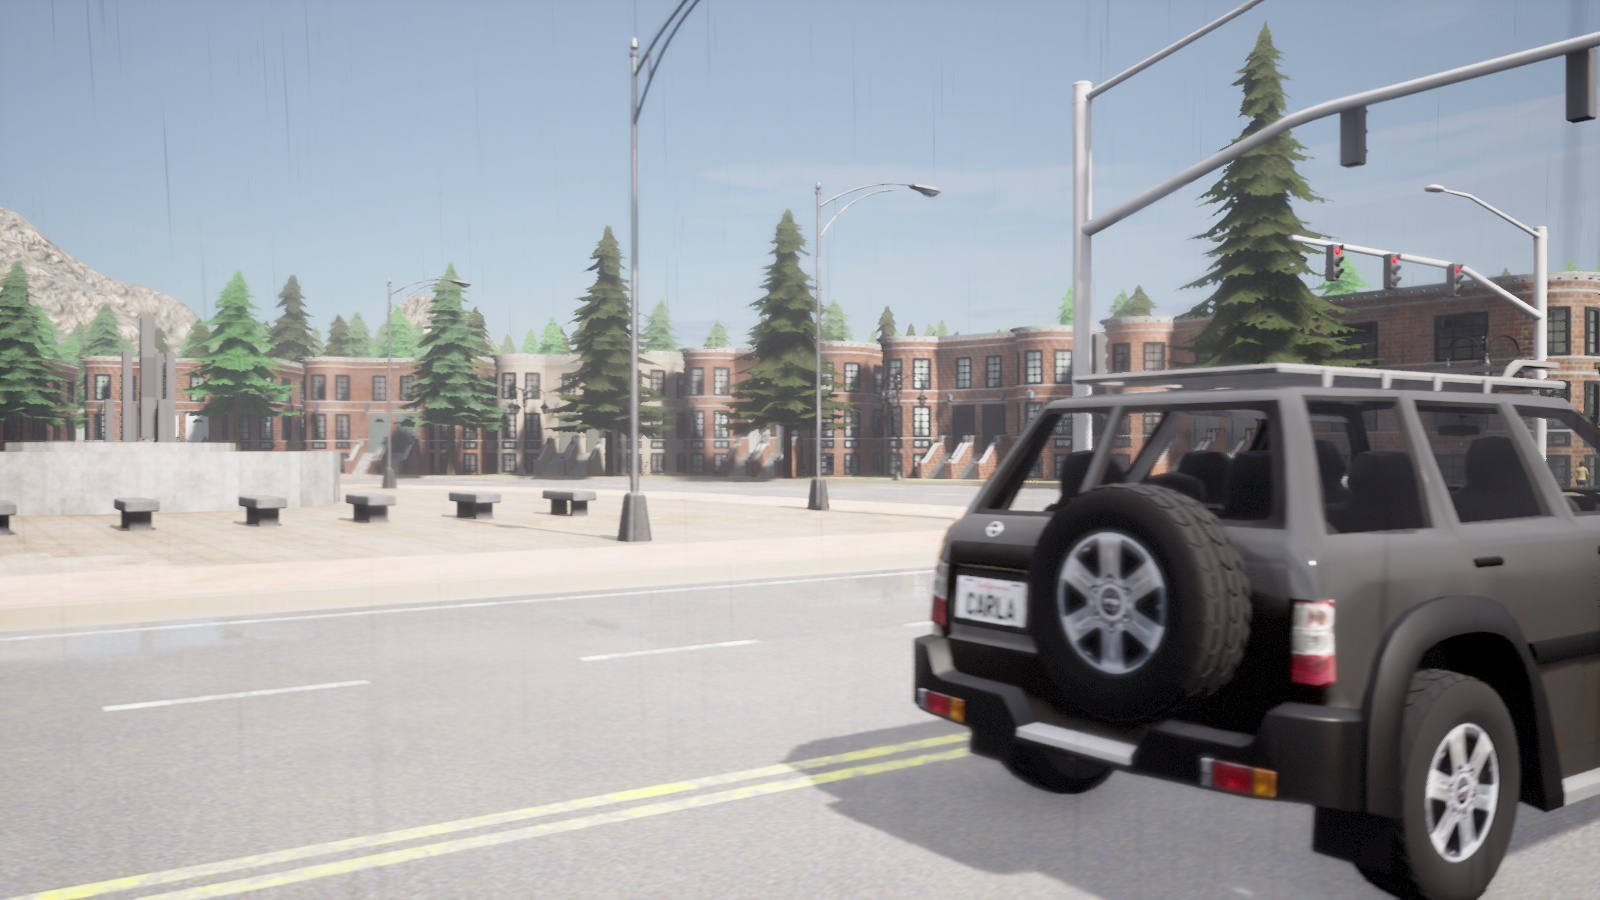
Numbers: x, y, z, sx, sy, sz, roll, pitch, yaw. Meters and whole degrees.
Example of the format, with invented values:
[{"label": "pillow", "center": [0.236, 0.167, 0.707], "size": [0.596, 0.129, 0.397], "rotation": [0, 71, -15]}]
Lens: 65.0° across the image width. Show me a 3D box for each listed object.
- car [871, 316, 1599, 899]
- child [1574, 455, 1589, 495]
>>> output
[{"label": "car", "center": [2.732, 0.551, 5.568], "size": [4.605, 1.855, 1.932], "rotation": [0, 0, -35]}, {"label": "child", "center": [21.608, 0.690, 34.725], "size": [0.394, 1.110, 0.255], "rotation": [0, 0, -40]}]
